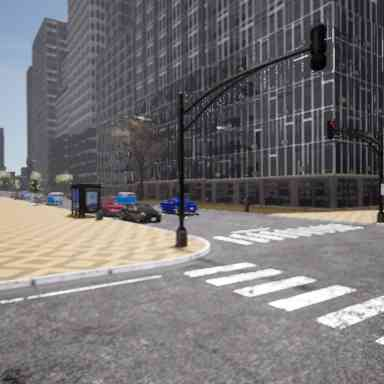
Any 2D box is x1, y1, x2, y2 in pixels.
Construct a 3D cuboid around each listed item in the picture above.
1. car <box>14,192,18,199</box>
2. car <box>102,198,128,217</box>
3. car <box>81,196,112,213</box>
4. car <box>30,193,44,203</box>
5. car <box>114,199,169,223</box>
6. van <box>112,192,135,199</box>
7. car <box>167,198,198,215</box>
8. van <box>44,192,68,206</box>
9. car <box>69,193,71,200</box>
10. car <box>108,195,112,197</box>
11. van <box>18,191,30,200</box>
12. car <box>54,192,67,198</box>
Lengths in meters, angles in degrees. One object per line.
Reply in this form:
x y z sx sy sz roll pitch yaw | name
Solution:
-39.025 0.777 76.424 1.967 1.590 4.097 0 1 -34 | car
-7.051 1.448 29.439 1.802 1.307 4.206 0 1 -34 | car
-10.210 1.380 34.164 1.947 1.339 4.313 0 1 -34 | car
-26.199 1.102 57.655 2.008 1.369 4.403 0 1 -34 | car
-3.858 1.483 24.735 1.947 1.339 4.313 0 1 -34 | car
-9.658 0.954 48.303 1.690 1.788 3.998 0 1 -34 | van
-1.409 1.287 31.627 1.882 1.535 5.008 -1 1 -34 | car
-19.784 0.999 48.268 1.690 1.788 3.998 0 1 -34 | van
-22.485 0.715 67.073 2.192 1.841 5.009 0 1 -34 | car
-12.865 1.142 52.997 1.802 1.307 4.206 0 1 -34 | car
-35.818 0.732 71.731 1.690 1.788 3.998 0 1 -34 | van
-32.106 0.790 81.152 2.008 1.369 4.403 0 1 -34 | car
